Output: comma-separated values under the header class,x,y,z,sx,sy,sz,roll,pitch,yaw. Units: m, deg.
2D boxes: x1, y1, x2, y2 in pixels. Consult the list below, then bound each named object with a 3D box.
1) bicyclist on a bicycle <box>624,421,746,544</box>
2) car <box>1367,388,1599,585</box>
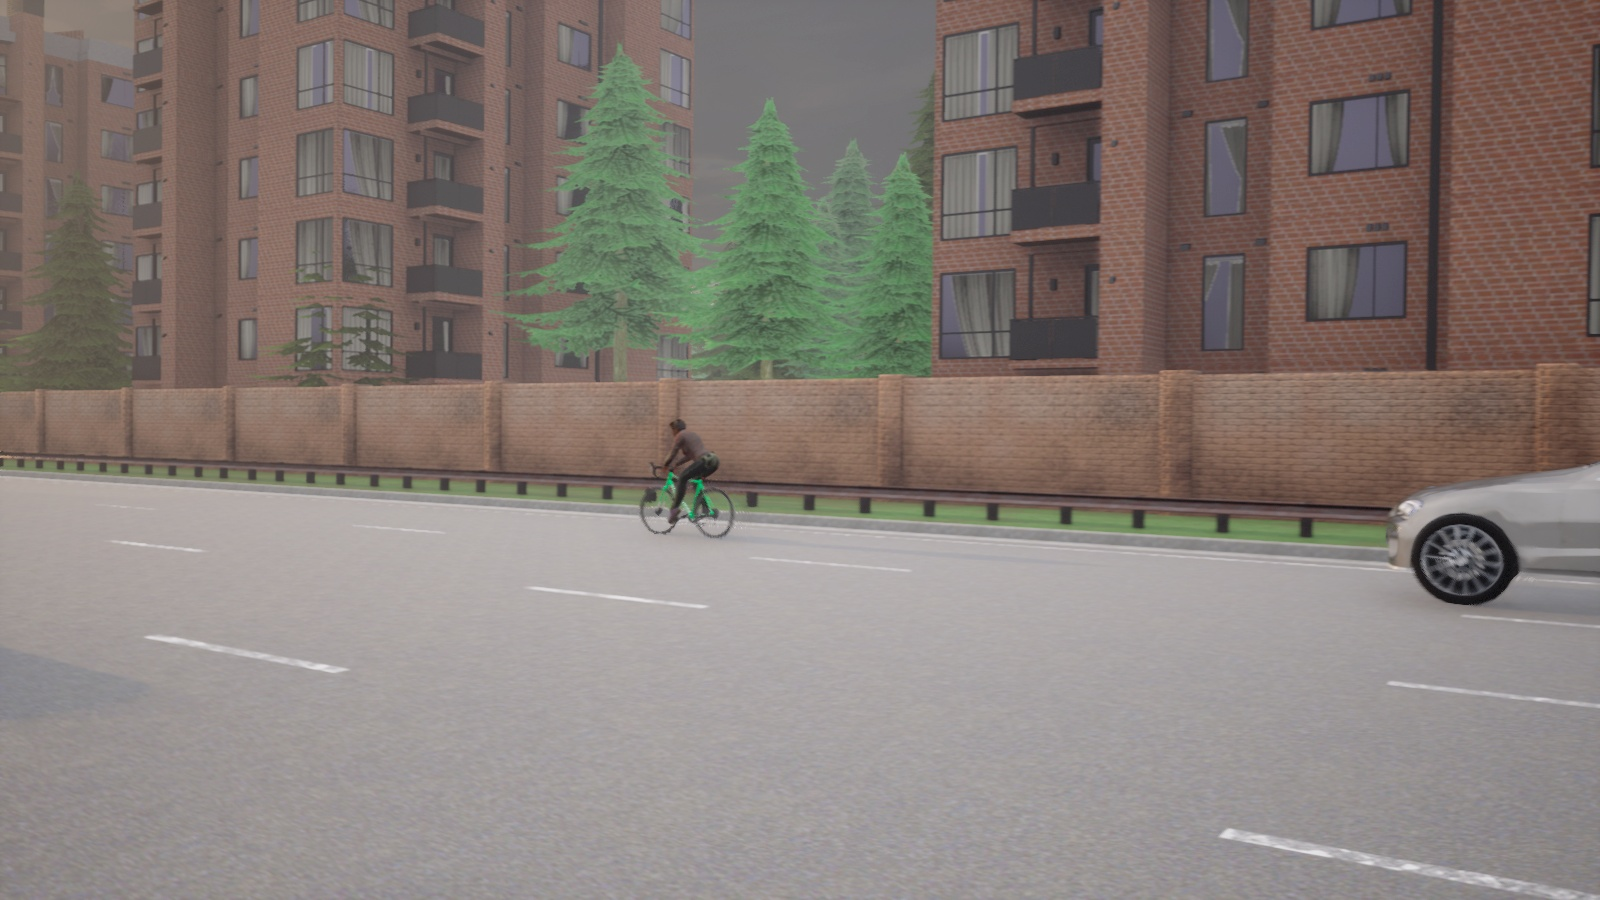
class,x,y,z,sx,sy,sz,roll,pitch,yaw
bicyclist on a bicycle,-1.589,0.430,17.280,1.656,1.620,0.582,0,1,34
car,7.875,0.290,10.992,5.027,1.651,2.152,0,1,34
